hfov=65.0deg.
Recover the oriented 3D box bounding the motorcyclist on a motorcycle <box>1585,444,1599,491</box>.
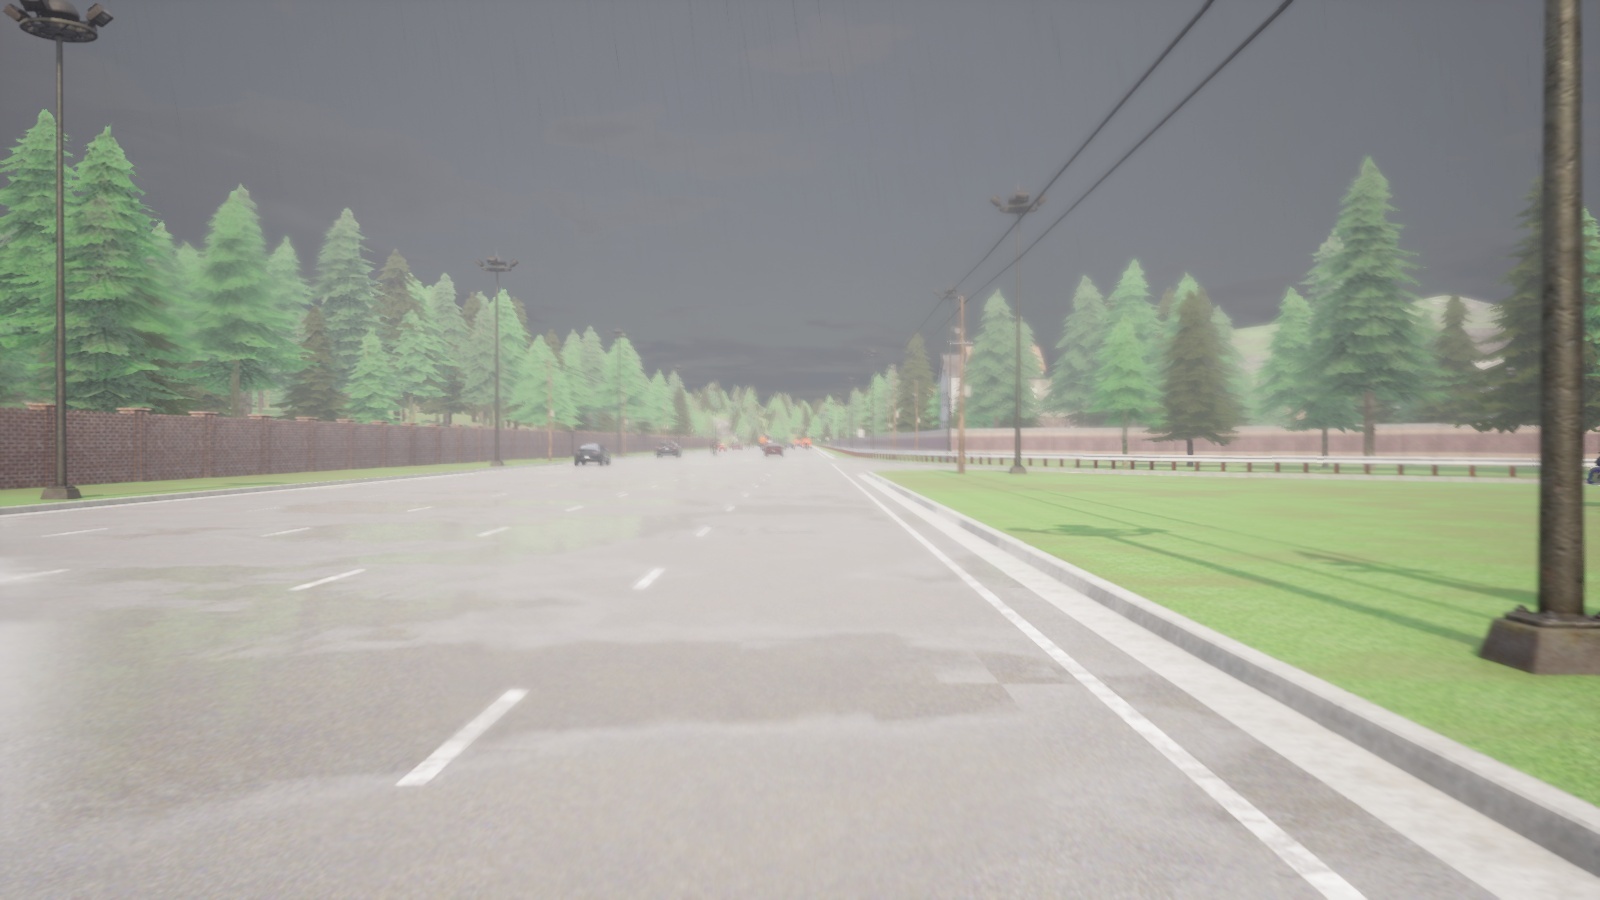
[{"bbox_3d":[26.933,0.566,40.894,0.866,1.530,2.191,0,0,-42],"label":"motorcyclist on a motorcycle"}]

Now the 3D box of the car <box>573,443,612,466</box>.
[{"bbox_3d":[-13.501,0.287,81.888,1.812,1.442,4.674,0,0,0],"label":"car"}]
